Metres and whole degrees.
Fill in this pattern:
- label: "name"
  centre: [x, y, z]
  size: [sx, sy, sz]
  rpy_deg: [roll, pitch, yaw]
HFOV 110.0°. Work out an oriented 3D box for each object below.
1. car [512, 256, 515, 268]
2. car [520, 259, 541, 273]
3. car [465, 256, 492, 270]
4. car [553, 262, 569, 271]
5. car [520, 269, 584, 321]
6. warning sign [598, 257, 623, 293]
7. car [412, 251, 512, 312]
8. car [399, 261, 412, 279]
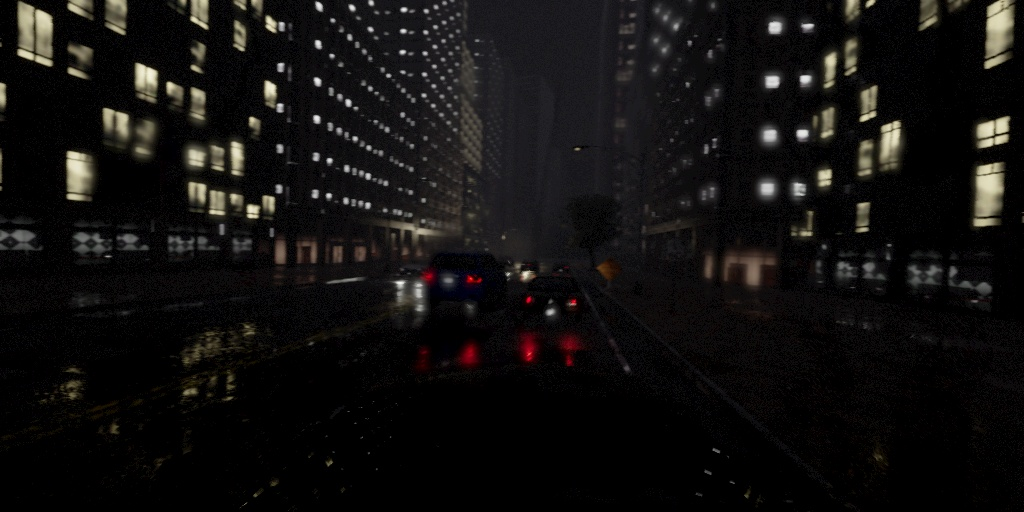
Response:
- label: "car"
  centre: [-0.760, 0.614, 42.964]
  size: [1.882, 1.535, 5.008]
  rpy_deg: [2, 0, 8]
- label: "car"
  centre: [2.006, 1.098, 39.131]
  size: [2.128, 1.511, 4.902]
  rpy_deg: [2, 0, 9]
- label: "car"
  centre: [-3.985, 0.805, 43.440]
  size: [2.128, 1.511, 4.902]
  rpy_deg: [2, 0, 8]
- label: "car"
  centre: [5.926, 1.321, 43.231]
  size: [1.895, 1.301, 4.718]
  rpy_deg: [2, 0, 8]
- label: "car"
  centre: [1.470, 1.345, 12.649]
  size: [1.895, 1.301, 4.718]
  rpy_deg: [2, 0, 8]
- label: "warning sign"
  centre: [5.180, 0.953, 19.203]
  size: [1.300, 1.860, 1.060]
  rpy_deg: [0, 0, 8]
- label: "car"
  centre: [-1.618, 0.849, 13.941]
  size: [2.150, 2.045, 5.566]
  rpy_deg: [2, 1, 8]
- label: "car"
  centre: [-6.571, 0.899, 26.391]
  size: [1.812, 1.442, 4.674]
  rpy_deg: [2, 0, 8]
